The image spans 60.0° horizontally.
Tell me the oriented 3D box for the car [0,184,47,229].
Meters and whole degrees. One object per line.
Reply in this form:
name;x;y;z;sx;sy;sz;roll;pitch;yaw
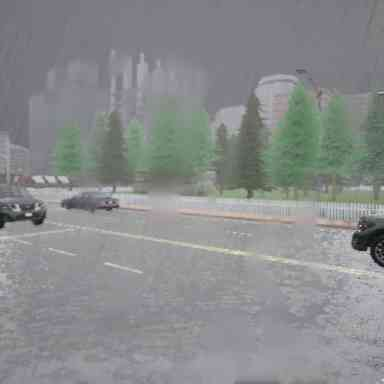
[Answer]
car;-9.678;0.623;17.090;5.566;2.045;2.150;2;2;39

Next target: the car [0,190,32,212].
car;-14.397;0.625;25.627;4.674;1.442;1.812;2;2;39

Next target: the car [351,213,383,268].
car;7.115;1.006;8.319;5.566;2.045;2.150;2;2;39

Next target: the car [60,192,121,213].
car;-7.601;0.718;24.667;5.357;1.411;2.033;2;2;39
